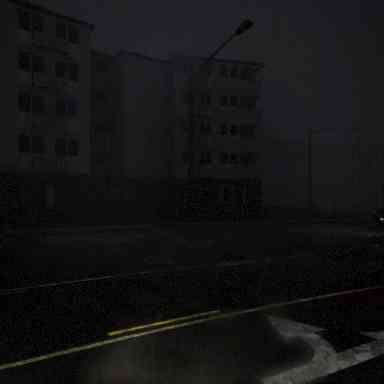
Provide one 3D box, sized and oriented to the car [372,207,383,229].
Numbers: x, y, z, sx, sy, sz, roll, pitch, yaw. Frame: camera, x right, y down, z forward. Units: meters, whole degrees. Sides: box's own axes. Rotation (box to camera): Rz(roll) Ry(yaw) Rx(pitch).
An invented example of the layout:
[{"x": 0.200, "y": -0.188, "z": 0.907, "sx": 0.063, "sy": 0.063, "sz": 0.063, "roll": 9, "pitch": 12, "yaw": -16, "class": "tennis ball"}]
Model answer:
[{"x": 13.646, "y": 1.223, "z": 19.846, "sx": 5.566, "sy": 2.045, "sz": 2.150, "roll": 0, "pitch": 0, "yaw": -13, "class": "car"}]
